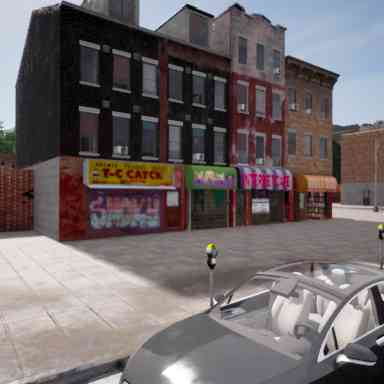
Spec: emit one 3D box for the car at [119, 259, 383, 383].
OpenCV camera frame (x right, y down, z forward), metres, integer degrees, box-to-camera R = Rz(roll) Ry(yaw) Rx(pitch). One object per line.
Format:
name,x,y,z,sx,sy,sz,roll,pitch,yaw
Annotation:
car,1.353,1.552,3.760,4.403,1.369,2.008,0,0,-35
